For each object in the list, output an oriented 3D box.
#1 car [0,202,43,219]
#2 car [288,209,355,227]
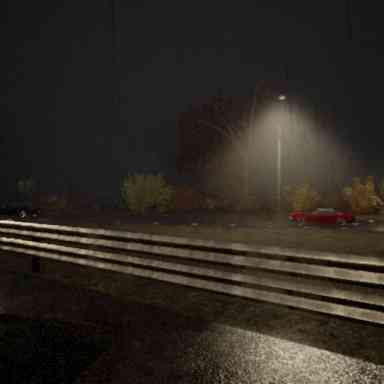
[{"bbox_3d":[-16.881,1.697,32.076,5.008,1.535,1.882,0,0,13],"label":"car"},{"bbox_3d":[9.985,1.954,25.952,4.718,1.301,1.895,0,0,13],"label":"car"}]
